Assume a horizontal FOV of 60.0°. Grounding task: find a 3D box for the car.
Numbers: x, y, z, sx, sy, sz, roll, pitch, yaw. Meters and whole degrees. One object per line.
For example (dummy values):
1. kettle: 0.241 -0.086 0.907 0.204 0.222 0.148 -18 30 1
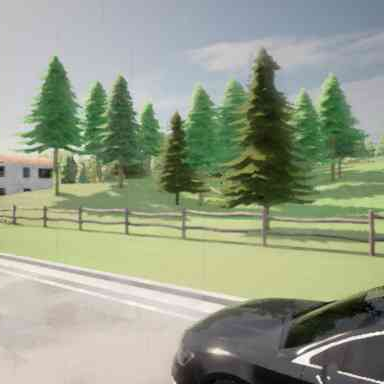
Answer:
1. car: 2.052 1.502 2.529 4.892 1.490 1.837 0 0 35
